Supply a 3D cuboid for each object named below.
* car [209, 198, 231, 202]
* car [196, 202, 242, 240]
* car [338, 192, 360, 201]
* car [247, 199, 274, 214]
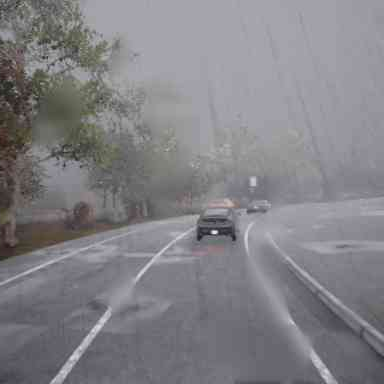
[{"bbox_3d":[2.534,1.391,32.283,2.097,1.767,4.553,-2,-1,24],"label":"car"},{"bbox_3d":[1.394,1.479,16.812,1.837,1.490,4.892,-1,0,10],"label":"car"},{"bbox_3d":[29.384,0.830,62.200,4.892,1.490,1.837,-3,-3,-32],"label":"car"},{"bbox_3d":[6.958,1.446,33.619,1.994,1.385,4.181,-3,-1,25],"label":"car"}]
